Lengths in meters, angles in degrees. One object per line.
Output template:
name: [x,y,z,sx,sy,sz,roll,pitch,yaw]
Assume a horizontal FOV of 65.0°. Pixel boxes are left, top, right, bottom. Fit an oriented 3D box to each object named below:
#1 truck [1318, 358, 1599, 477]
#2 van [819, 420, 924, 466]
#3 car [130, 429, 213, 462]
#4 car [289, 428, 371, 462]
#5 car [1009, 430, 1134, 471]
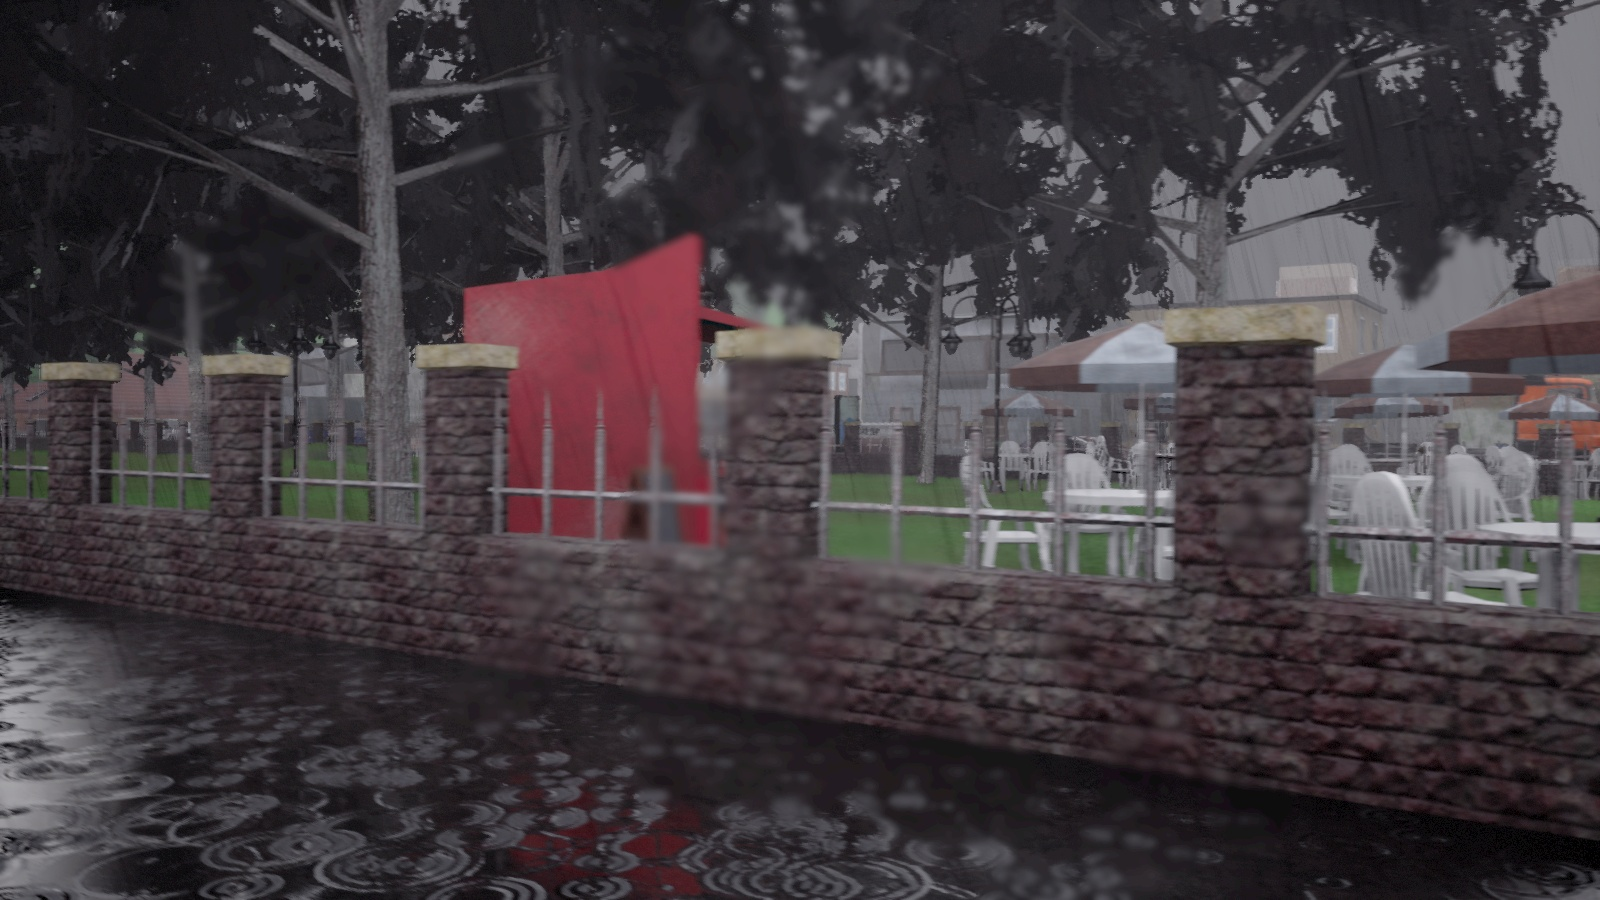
truck: [20.925,-0.985,39.826,7.936,3.462,2.891,0,1,33]
van: [3.188,-0.317,56.576,4.442,1.987,1.775,0,1,34]
car: [-40.565,-0.289,81.066,5.566,2.045,2.150,0,1,32]
car: [-29.326,-0.351,78.236,5.566,2.045,2.150,0,1,38]
car: [10.151,0.010,47.092,4.193,1.474,1.816,0,1,34]
